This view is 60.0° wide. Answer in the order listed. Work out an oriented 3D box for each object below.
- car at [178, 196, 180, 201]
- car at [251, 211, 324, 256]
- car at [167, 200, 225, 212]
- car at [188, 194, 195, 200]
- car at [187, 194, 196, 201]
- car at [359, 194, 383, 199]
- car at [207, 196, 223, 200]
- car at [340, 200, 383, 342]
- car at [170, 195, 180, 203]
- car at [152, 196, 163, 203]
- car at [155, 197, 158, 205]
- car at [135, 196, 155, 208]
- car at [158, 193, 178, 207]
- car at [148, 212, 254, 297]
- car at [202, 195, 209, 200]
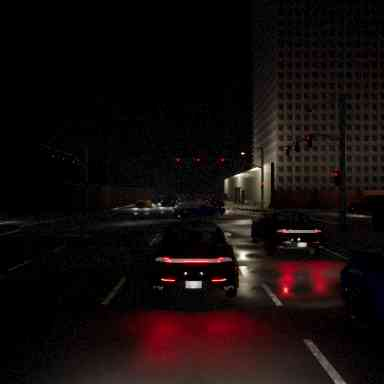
[{"bbox_3d":[-3.638,1.221,61.024,2.150,2.045,5.566,0,0,0],"label":"car"},{"bbox_3d":[3.565,1.492,13.165,2.128,1.511,4.902,0,0,0],"label":"car"},{"bbox_3d":[0.564,1.631,28.090,4.718,1.301,1.895,0,0,-42],"label":"car"},{"bbox_3d":[-0.111,1.328,89.071,1.837,1.490,4.892,0,0,0],"label":"car"},{"bbox_3d":[-0.099,1.347,78.818,2.097,1.767,4.553,0,0,0],"label":"car"},{"bbox_3d":[19.357,1.277,35.821,5.566,2.045,2.150,0,0,0],"label":"car"},{"bbox_3d":[3.526,1.525,46.496,1.812,1.442,4.674,0,0,-1],"label":"car"},{"bbox_3d":[3.596,1.221,3.319,2.150,2.045,5.566,0,0,0],"label":"car"},{"bbox_3d":[-3.589,1.478,71.173,1.882,1.535,5.008,0,0,0],"label":"car"},{"bbox_3d":[-7.086,1.598,69.005,1.895,1.301,4.718,0,0,0],"label":"car"},{"bbox_3d":[-7.153,1.478,58.643,1.882,1.535,5.008,0,0,0],"label":"car"},{"bbox_3d":[-7.153,1.478,49.321,1.882,1.535,5.008,0,0,0],"label":"car"},{"bbox_3d":[-3.650,1.352,51.436,2.097,1.767,4.553,0,0,0],"label":"car"},{"bbox_3d":[0.046,1.492,8.547,2.128,1.511,4.902,0,0,0],"label":"car"},{"bbox_3d":[3.398,1.497,81.610,1.837,1.490,4.892,0,0,0],"label":"car"}]
